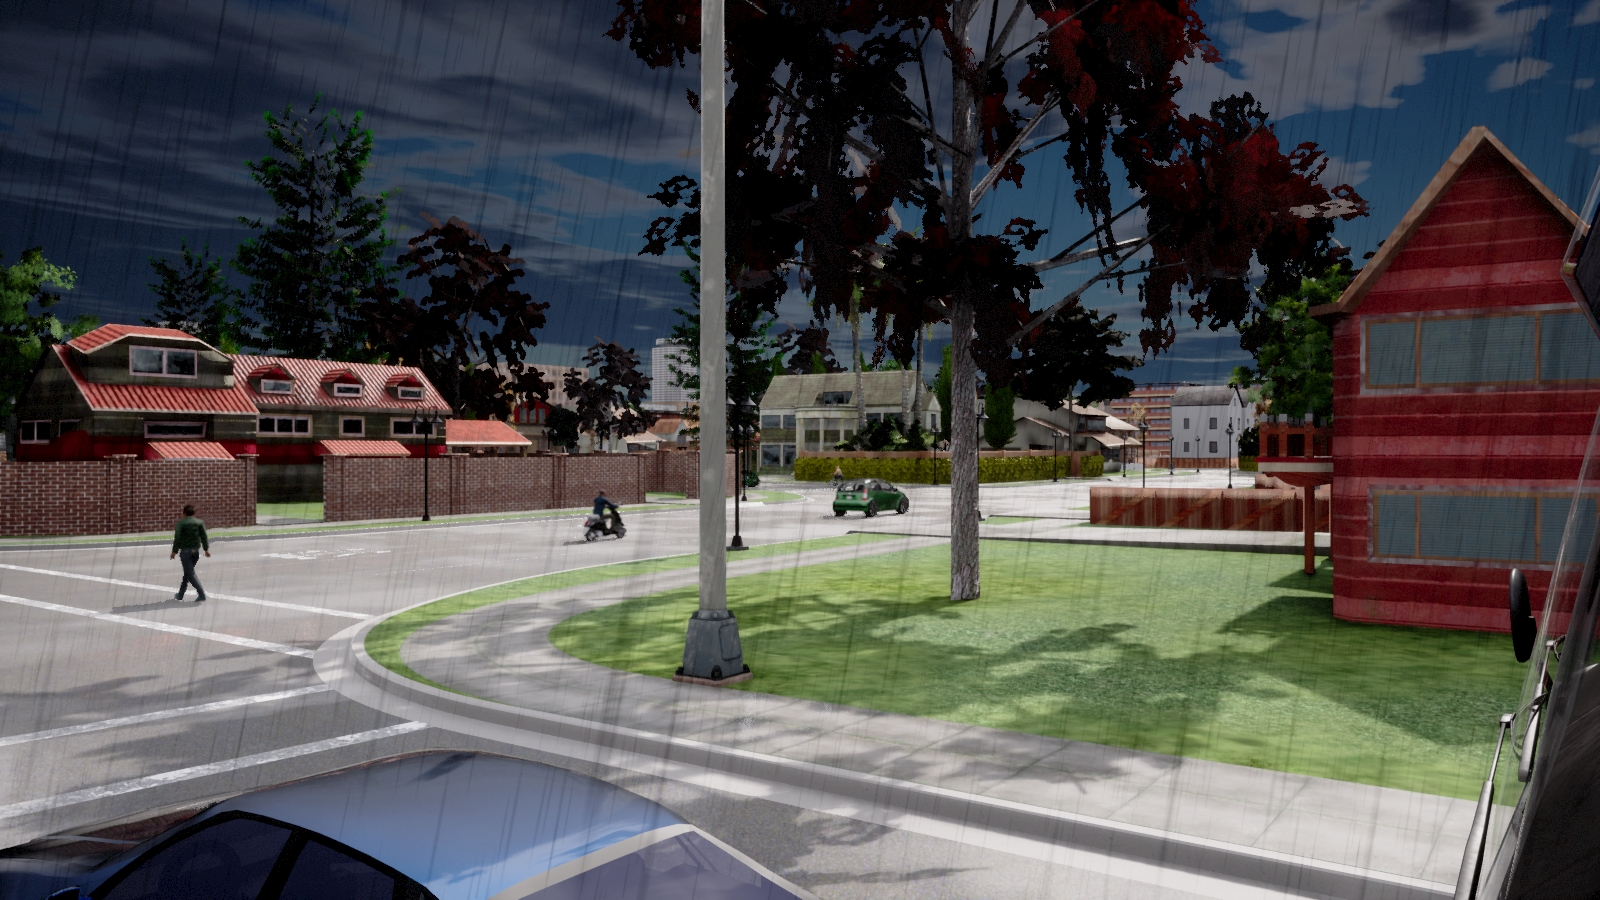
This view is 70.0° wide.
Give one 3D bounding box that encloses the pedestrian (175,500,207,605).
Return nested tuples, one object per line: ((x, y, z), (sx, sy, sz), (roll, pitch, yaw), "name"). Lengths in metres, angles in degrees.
((-11.081, 1.848, 20.805), (0.375, 1.860, 0.375), (0, 0, 32), "pedestrian")

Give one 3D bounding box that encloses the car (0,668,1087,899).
((-1.713, 2.106, 4.943), (5.357, 1.411, 2.033), (0, 0, 36), "car")

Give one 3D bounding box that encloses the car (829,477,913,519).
((3.056, 1.999, 48.655), (1.851, 1.617, 3.988), (0, 0, 33), "car")

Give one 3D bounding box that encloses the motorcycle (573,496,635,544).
((-5.999, 2.129, 35.048), (0.856, 1.341, 1.805), (0, 0, 34), "motorcycle")

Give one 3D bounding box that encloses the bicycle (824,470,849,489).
((2.502, 2.012, 78.455), (1.487, 1.301, 0.859), (0, 0, 33), "bicycle")
